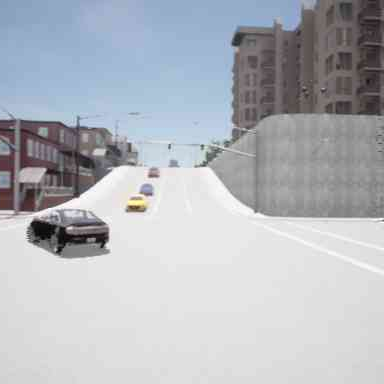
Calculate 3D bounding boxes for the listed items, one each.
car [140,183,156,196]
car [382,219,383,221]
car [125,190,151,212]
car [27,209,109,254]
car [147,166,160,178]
[{"bbox_3d":[-6.139,-0.407,45.529,1.812,1.442,4.674,1,10,-3],"label":"car"},{"bbox_3d":[15.013,1.734,21.473,4.718,1.301,1.895,1,0,-4],"label":"car"},{"bbox_3d":[-5.526,1.024,33.589,1.882,1.535,5.008,1,4,-3],"label":"car"},{"bbox_3d":[-5.028,1.411,13.250,2.128,1.511,4.902,1,0,-41],"label":"car"},{"bbox_3d":[-6.873,-3.662,60.161,2.097,1.767,4.553,1,12,-3],"label":"car"}]
